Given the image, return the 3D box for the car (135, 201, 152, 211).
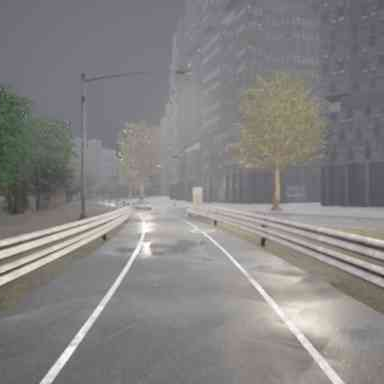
[{"bbox_3d":[-7.269,2.055,49.469,1.895,1.301,4.718,0,-1,-18],"label":"car"}]
